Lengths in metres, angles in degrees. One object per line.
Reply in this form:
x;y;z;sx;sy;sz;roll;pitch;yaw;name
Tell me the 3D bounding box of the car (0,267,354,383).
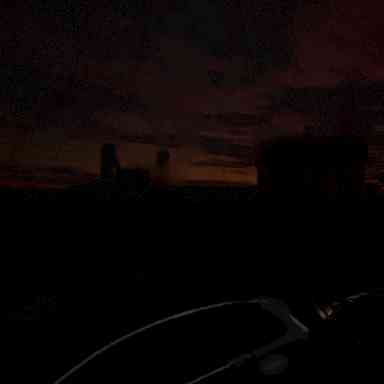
-0.643;1.505;2.613;4.892;1.490;1.837;0;0;-35;car
